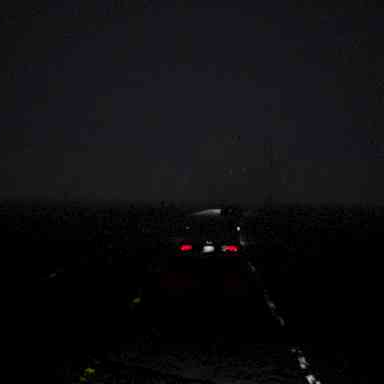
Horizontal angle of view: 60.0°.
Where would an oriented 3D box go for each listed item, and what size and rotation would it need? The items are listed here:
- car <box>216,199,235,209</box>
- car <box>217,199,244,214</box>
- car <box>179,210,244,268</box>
[{"bbox_3d":[4.837,1.716,47.617,1.895,1.301,4.718,0,0,15],"label":"car"},{"bbox_3d":[3.998,1.554,32.466,1.882,1.535,5.008,0,0,13],"label":"car"},{"bbox_3d":[0.688,1.572,11.460,2.033,1.411,5.357,0,0,5],"label":"car"}]
